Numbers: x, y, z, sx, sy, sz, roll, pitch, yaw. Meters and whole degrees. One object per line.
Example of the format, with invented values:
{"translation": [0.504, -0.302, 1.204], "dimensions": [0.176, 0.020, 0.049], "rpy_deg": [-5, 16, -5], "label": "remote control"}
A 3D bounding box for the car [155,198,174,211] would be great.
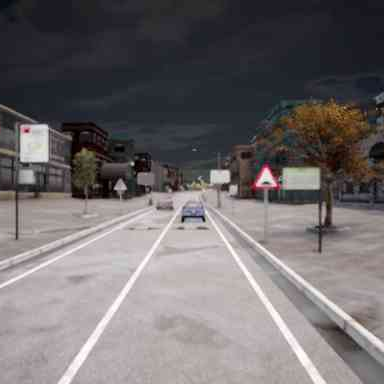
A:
{"translation": [-3.082, 1.414, 38.765], "dimensions": [1.812, 1.442, 4.674], "rpy_deg": [0, 0, 0], "label": "car"}

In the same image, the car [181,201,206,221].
{"translation": [0.106, 1.453, 26.257], "dimensions": [2.033, 1.411, 5.357], "rpy_deg": [0, 0, 0], "label": "car"}
